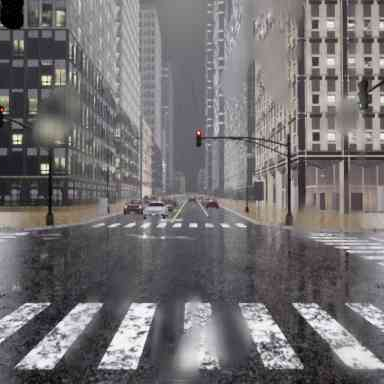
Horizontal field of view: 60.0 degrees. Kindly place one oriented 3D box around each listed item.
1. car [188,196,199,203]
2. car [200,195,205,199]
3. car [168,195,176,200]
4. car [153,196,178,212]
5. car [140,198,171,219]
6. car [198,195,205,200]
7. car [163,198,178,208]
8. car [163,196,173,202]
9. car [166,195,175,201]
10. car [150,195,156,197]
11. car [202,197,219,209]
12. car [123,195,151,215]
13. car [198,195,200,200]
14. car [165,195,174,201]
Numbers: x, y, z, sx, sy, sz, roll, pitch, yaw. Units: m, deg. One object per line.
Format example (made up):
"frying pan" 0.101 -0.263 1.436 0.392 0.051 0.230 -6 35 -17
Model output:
"car" 0.081 1.574 70.418 2.033 1.411 5.357 0 0 0
"car" 2.703 1.547 56.242 1.752 1.417 4.829 1 0 0
"car" -5.680 1.605 95.030 1.947 1.339 4.313 1 0 0
"car" -3.101 1.562 38.841 2.033 1.411 5.357 0 0 0
"car" -3.106 1.537 29.176 1.812 1.442 4.674 0 0 0
"car" 2.701 1.584 95.112 1.887 1.381 4.507 1 0 0
"car" -3.095 1.620 49.134 1.895 1.301 4.718 0 0 0
"car" -5.679 1.582 78.305 2.008 1.369 4.403 1 0 0
"car" -5.679 1.587 89.455 2.008 1.369 4.403 1 0 0
"car" -5.673 1.332 44.854 2.192 1.841 5.009 1 0 0
"car" 2.701 1.599 44.916 1.802 1.307 4.206 1 0 0
"car" -5.675 1.453 33.704 1.967 1.590 4.097 1 0 0
"car" 2.702 1.590 61.649 1.947 1.339 4.313 1 0 0
"car" -5.679 1.578 83.880 1.887 1.381 4.507 1 0 0
